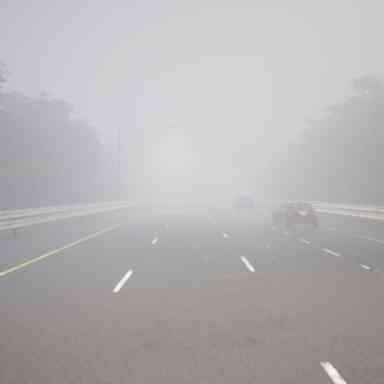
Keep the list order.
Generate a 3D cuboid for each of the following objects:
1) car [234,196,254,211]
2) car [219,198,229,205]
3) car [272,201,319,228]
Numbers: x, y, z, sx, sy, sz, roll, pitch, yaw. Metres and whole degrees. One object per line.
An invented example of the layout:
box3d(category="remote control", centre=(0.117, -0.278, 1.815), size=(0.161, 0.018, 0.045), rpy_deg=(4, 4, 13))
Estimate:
box3d(category="car", centre=(7.107, 1.504, 46.097), size=(2.150, 2.045, 5.566), rpy_deg=(0, -1, 0))
box3d(category="car", centre=(7.298, 2.032, 75.412), size=(1.882, 1.535, 5.008), rpy_deg=(0, -1, 0))
box3d(category="car", centre=(7.025, 1.440, 23.117), size=(2.097, 1.767, 4.553), rpy_deg=(0, 0, 0))
